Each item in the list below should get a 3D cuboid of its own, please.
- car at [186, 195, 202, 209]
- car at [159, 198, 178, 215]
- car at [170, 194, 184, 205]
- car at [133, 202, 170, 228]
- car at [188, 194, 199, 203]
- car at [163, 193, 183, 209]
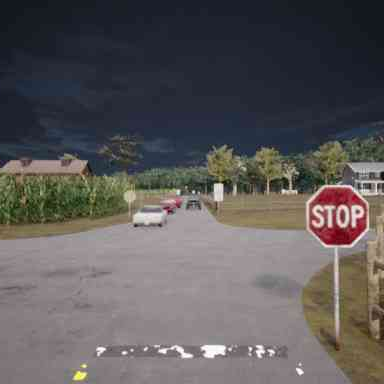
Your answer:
[{"bbox_3d":[0.231,1.491,45.128,1.837,1.490,4.892,0,0,0],"label":"car"},{"bbox_3d":[-2.747,1.592,34.563,1.895,1.301,4.718,0,0,0],"label":"car"},{"bbox_3d":[-2.597,1.333,57.964,2.097,1.767,4.553,0,0,1],"label":"car"},{"bbox_3d":[-2.789,1.618,22.822,1.895,1.301,4.718,0,1,0],"label":"car"},{"bbox_3d":[0.300,1.330,68.489,2.097,1.767,4.553,0,0,0],"label":"car"},{"bbox_3d":[-2.701,1.211,46.023,2.150,2.045,5.566,0,0,0],"label":"car"}]
